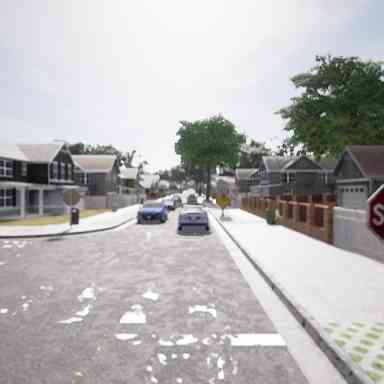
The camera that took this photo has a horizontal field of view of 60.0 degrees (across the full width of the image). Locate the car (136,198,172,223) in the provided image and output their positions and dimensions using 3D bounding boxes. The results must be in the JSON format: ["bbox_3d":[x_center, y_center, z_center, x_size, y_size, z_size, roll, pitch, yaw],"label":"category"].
[{"bbox_3d":[-2.866,1.409,24.900,1.882,1.535,5.008,0,0,1],"label":"car"}]

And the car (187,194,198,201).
[{"bbox_3d":[0.056,1.344,56.549,2.033,1.411,5.357,0,0,1],"label":"car"}]

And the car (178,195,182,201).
[{"bbox_3d":[-2.754,1.307,59.903,1.812,1.442,4.674,0,0,0],"label":"car"}]

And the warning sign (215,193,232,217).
[{"bbox_3d":[2.521,1.041,26.724,1.300,1.860,1.060,0,0,0],"label":"warning sign"}]

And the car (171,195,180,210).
[{"bbox_3d":[-2.847,1.423,39.123,2.033,1.411,5.357,0,0,0],"label":"car"}]

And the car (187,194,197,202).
[{"bbox_3d":[0.005,1.227,66.510,1.882,1.535,5.008,0,0,0],"label":"car"}]

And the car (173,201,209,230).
[{"bbox_3d":[0.101,1.493,20.695,2.033,1.411,5.357,0,0,0],"label":"car"}]
